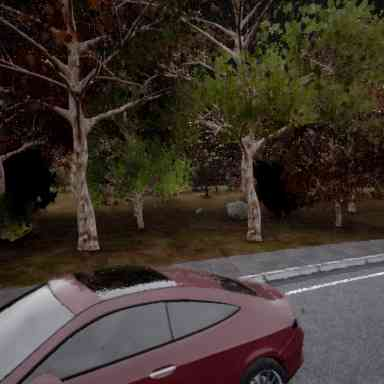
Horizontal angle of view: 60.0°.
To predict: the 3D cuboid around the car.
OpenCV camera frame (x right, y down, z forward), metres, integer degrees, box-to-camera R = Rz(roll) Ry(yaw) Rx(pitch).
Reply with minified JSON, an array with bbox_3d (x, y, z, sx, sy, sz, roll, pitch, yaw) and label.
[{"bbox_3d":[-0.919,1.519,3.068,4.674,1.442,1.812,0,0,-33],"label":"car"}]
